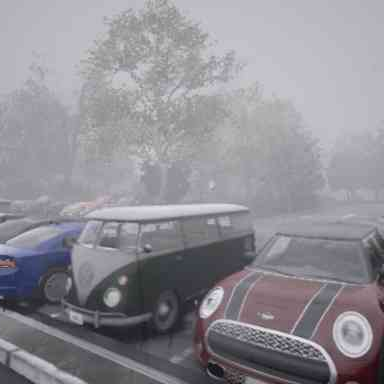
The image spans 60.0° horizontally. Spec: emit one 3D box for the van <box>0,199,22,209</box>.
[{"bbox_3d":[-9.543,1.266,13.152,1.878,1.987,4.442,0,0,35],"label":"van"}]

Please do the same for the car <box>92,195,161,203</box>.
[{"bbox_3d":[-4.496,1.246,25.720,2.435,2.045,5.566,0,0,35],"label":"car"}]

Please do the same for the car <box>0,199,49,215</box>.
[{"bbox_3d":[-18.014,1.571,35.329,2.163,1.488,4.792,0,0,35],"label":"car"}]

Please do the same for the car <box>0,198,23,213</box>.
[{"bbox_3d":[-22.645,1.563,38.430,1.946,1.575,5.366,0,0,35],"label":"car"}]

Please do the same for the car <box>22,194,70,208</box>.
[{"bbox_3d":[-13.475,1.268,32.104,2.435,2.045,5.566,0,0,35],"label":"car"}]

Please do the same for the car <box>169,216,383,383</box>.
[{"bbox_3d":[1.967,1.351,5.151,2.185,1.767,4.553,0,0,35],"label":"car"}]

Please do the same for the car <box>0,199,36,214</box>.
[{"bbox_3d":[-20.270,1.554,36.962,2.097,1.535,5.008,0,0,35],"label":"car"}]

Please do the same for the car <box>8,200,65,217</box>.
[{"bbox_3d":[-15.710,1.559,33.762,2.163,1.488,4.792,0,0,35],"label":"car"}]

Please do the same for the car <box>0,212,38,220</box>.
[{"bbox_3d":[-4.922,1.516,9.975,2.163,1.488,4.792,0,0,35],"label":"car"}]

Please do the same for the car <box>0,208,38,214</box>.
[{"bbox_3d":[-7.207,1.519,11.599,2.163,1.488,4.792,0,0,35],"label":"car"}]

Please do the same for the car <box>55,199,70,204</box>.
[{"bbox_3d":[-9.020,1.545,28.968,2.002,1.452,4.674,0,0,35],"label":"car"}]

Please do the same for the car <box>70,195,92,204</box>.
[{"bbox_3d":[-6.666,1.248,27.262,2.435,2.045,5.566,0,0,35],"label":"car"}]

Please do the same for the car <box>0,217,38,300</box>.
[{"bbox_3d":[-2.624,1.483,8.370,2.097,1.535,5.008,0,0,35],"label":"car"}]

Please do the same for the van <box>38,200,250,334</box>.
[{"bbox_3d":[-0.404,1.254,6.655,1.878,1.987,4.442,0,0,35],"label":"van"}]

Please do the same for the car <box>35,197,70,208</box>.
[{"bbox_3d":[-11.190,1.512,30.507,2.097,1.535,5.008,0,0,35],"label":"car"}]
